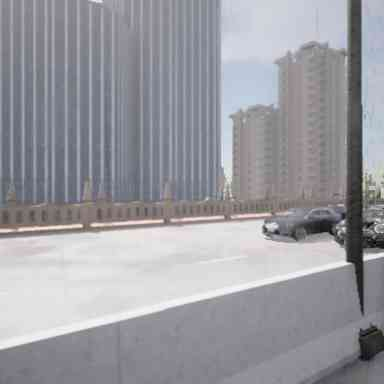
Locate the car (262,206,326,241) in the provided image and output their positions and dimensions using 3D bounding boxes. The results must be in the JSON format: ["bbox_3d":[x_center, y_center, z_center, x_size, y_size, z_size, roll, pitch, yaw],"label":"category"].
[{"bbox_3d":[5.582,1.479,16.546,4.902,1.511,2.128,0,0,-35],"label":"car"}]

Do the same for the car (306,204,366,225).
[{"bbox_3d":[10.671,1.582,24.458,4.718,1.301,1.895,0,0,-35],"label":"car"}]

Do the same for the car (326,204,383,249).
[{"bbox_3d":[8.032,1.340,13.994,4.553,1.767,2.097,0,0,-35],"label":"car"}]
